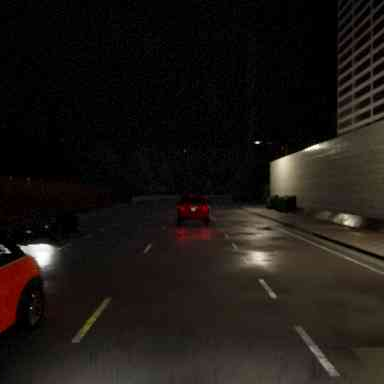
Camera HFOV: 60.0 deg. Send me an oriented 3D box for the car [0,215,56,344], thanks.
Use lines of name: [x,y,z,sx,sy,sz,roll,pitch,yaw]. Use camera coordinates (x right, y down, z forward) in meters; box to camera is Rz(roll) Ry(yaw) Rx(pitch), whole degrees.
car: [-3.568,1.347,3.753,2.097,1.767,4.553,0,0,0]

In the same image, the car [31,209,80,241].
car: [-7.061,1.543,16.407,1.994,1.385,4.181,0,0,0]

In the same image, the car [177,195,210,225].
car: [0.096,1.192,23.923,2.150,2.045,5.566,0,0,0]

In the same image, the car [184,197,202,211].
car: [0.085,1.439,41.196,2.128,1.511,4.902,0,0,0]
